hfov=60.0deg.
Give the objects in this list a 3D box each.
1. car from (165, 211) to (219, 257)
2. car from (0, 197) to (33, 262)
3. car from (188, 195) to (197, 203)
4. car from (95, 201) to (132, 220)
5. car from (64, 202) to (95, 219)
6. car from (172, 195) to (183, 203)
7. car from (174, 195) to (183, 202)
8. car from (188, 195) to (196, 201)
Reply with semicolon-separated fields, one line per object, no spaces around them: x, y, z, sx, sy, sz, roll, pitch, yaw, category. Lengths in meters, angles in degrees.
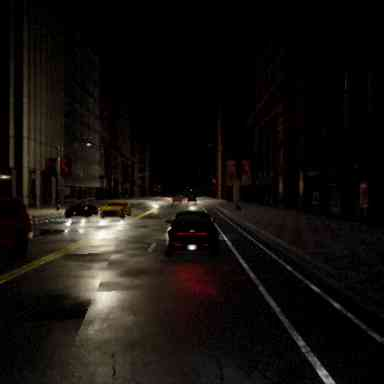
0.004;1.512;13.012;1.837;1.490;4.892;0;0;0;car
-6.582;1.213;9.263;2.150;2.045;5.566;0;1;0;car
0.009;1.592;71.061;1.882;1.535;5.008;0;0;0;car
-6.533;1.500;28.906;1.882;1.535;5.008;0;0;1;car
-9.778;1.586;29.701;1.994;1.385;4.181;0;0;0;car
-3.242;1.590;71.061;1.882;1.535;5.008;0;0;0;car
-3.240;1.514;81.480;2.128;1.511;4.902;0;0;0;car
0.010;1.515;81.480;1.812;1.442;4.674;0;0;0;car
